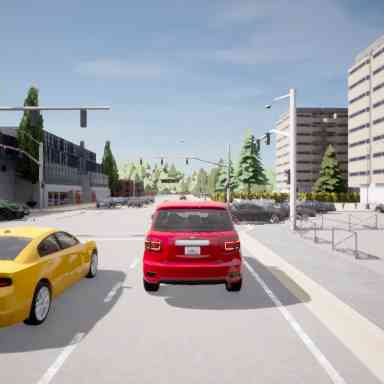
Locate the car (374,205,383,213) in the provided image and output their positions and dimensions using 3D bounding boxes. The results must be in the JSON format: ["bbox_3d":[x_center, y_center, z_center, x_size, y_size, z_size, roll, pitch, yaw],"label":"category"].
[{"bbox_3d":[22.168,1.547,34.861,5.357,1.411,2.033,0,0,-2],"label":"car"}]

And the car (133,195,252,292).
[{"bbox_3d":[0.017,1.221,9.089,2.150,2.045,5.566,0,0,0],"label":"car"}]

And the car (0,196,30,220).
[{"bbox_3d":[-15.713,1.222,25.839,5.566,2.045,2.150,0,0,-2],"label":"car"}]

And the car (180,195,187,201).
[{"bbox_3d":[-2.333,1.524,87.170,1.812,1.442,4.674,0,0,-2],"label":"car"}]

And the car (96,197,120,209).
[{"bbox_3d":[-11.792,1.491,45.836,2.128,1.511,4.902,0,0,-2],"label":"car"}]

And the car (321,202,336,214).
[{"bbox_3d":[12.085,1.547,34.557,5.357,1.411,2.033,0,0,-2],"label":"car"}]

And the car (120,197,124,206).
[{"bbox_3d":[-12.061,1.547,56.088,2.033,1.411,5.357,0,0,-1],"label":"car"}]

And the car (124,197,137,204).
[{"bbox_3d":[-12.284,1.601,66.374,1.895,1.301,4.718,0,0,-1],"label":"car"}]

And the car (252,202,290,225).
[{"bbox_3d":[4.132,1.505,23.546,4.892,1.490,1.837,0,0,-2],"label":"car"}]

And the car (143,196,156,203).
[{"bbox_3d":[-8.859,1.539,69.831,2.033,1.411,5.357,0,0,-2],"label":"car"}]

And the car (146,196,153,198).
[{"bbox_3d":[-8.646,1.491,59.467,2.128,1.511,4.902,0,0,-1],"label":"car"}]

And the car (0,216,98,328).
[{"bbox_3d":[-3.478,1.478,7.101,1.882,1.535,5.008,0,0,0],"label":"car"}]

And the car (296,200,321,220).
[{"bbox_3d":[7.315,1.547,27.192,5.357,1.411,2.033,0,0,-2],"label":"car"}]

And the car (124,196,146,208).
[{"bbox_3d":[-8.388,1.505,49.256,1.837,1.490,4.892,0,0,-2],"label":"car"}]
